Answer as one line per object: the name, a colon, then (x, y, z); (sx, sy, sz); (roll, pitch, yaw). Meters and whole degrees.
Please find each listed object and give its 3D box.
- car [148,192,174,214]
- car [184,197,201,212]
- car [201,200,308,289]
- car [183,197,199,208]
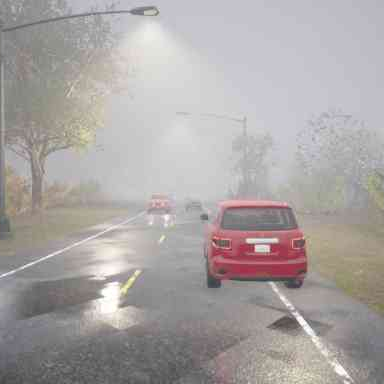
car: (-3.432, 1.167, 35.563); (2.150, 2.045, 5.566); (0, 0, -1)
car: (0.172, 1.441, 38.591); (1.837, 1.490, 4.892); (0, 0, -2)
car: (1.455, 1.217, 9.325); (2.150, 2.045, 5.566); (0, 0, 1)
car: (-0.213, 1.456, 48.945); (2.033, 1.411, 5.357); (0, 0, -2)
